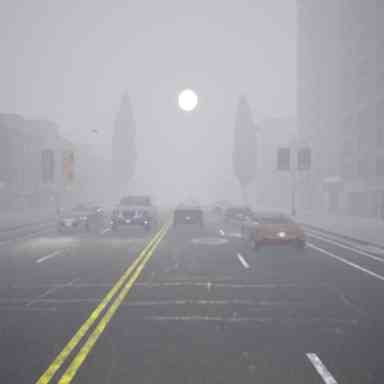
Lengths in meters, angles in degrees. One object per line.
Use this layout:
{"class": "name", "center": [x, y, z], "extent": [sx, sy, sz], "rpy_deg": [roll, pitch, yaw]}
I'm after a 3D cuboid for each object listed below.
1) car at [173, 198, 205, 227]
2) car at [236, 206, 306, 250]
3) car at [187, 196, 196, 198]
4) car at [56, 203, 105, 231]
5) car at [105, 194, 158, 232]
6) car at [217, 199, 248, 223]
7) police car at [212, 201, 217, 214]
{"class": "car", "center": [-0.186, 1.431, 22.619], "extent": [1.882, 1.535, 5.008], "rpy_deg": [0, 0, 1]}
{"class": "car", "center": [3.253, 1.512, 14.064], "extent": [1.994, 1.385, 4.181], "rpy_deg": [0, 0, 0]}
{"class": "car", "center": [0.102, 1.859, 60.256], "extent": [2.033, 1.411, 5.357], "rpy_deg": [0, -1, 0]}
{"class": "car", "center": [-6.595, 1.441, 20.245], "extent": [2.128, 1.511, 4.902], "rpy_deg": [0, 0, 0]}
{"class": "car", "center": [-3.346, 1.170, 20.212], "extent": [2.150, 2.045, 5.566], "rpy_deg": [0, 0, 0]}
{"class": "car", "center": [3.254, 1.440, 25.068], "extent": [1.882, 1.535, 5.008], "rpy_deg": [0, 0, 0]}
{"class": "police car", "center": [3.256, 1.533, 36.072], "extent": [2.038, 1.542, 4.974], "rpy_deg": [0, -1, 0]}
